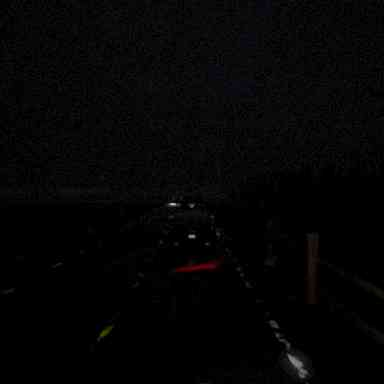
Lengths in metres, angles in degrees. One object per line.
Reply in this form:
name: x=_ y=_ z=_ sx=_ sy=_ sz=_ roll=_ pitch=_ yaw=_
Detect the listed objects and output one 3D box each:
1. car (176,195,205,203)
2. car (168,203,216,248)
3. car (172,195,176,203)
car: x=0.000 y=1.240 z=29.682 sx=2.150 sy=2.045 sz=5.566 roll=0 pitch=0 yaw=0
car: x=0.000 y=1.477 z=14.652 sx=1.882 sy=1.535 sz=5.008 roll=0 pitch=0 yaw=0
car: x=-2.750 y=1.344 z=64.684 sx=2.097 sy=1.767 sz=4.553 roll=0 pitch=0 yaw=0
